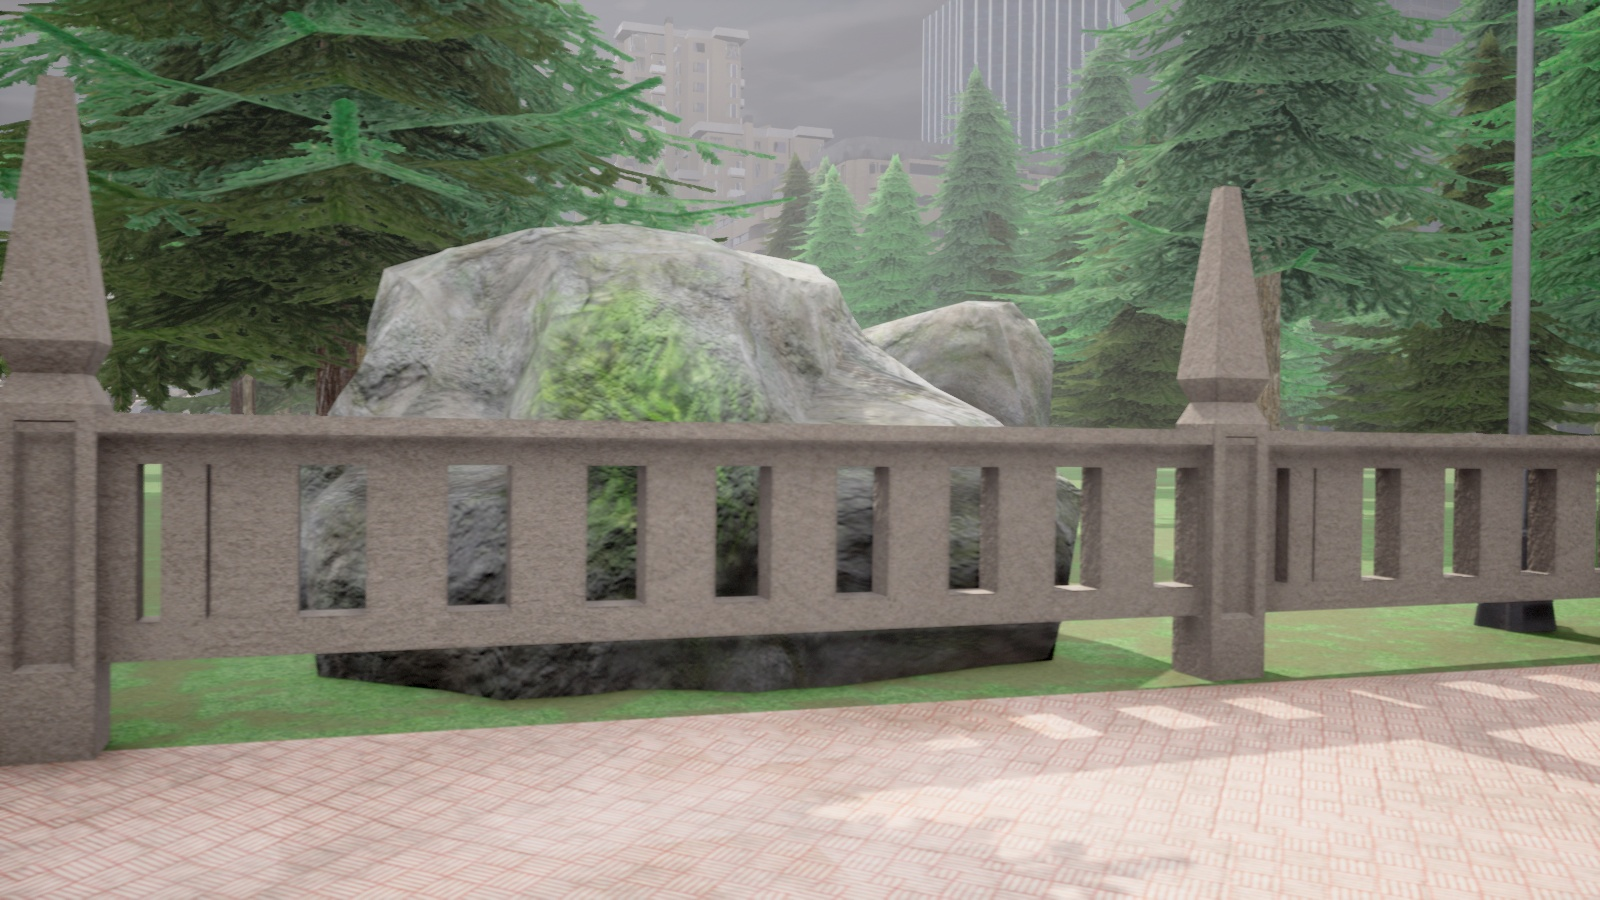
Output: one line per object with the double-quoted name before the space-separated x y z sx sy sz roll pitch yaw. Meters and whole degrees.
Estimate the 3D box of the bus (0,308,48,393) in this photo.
"bus" -46.400 -5.837 71.837 3.944 4.253 10.273 -1 8 -21
